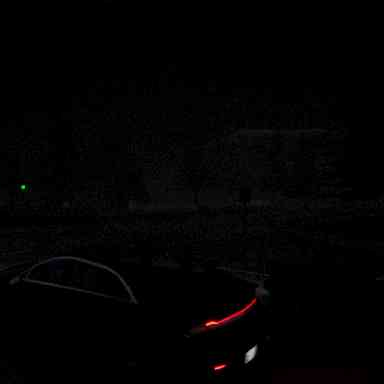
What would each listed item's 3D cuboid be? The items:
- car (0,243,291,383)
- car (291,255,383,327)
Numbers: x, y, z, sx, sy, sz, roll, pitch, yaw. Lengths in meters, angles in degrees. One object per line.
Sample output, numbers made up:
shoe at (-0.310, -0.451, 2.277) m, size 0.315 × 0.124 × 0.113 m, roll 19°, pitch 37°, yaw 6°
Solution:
car at (-1.340, 1.530, 4.949) m, size 4.902 × 1.511 × 2.128 m, roll -1°, pitch 0°, yaw 36°
car at (3.705, 1.603, 5.650) m, size 4.718 × 1.301 × 1.895 m, roll -1°, pitch 0°, yaw 36°
